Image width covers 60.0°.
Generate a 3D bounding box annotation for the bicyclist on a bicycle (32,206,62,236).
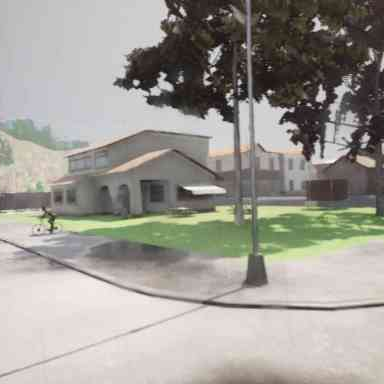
[{"bbox_3d":[-8.196,1.638,18.851,1.656,1.620,0.582,-2,0,-41],"label":"bicyclist on a bicycle"}]
